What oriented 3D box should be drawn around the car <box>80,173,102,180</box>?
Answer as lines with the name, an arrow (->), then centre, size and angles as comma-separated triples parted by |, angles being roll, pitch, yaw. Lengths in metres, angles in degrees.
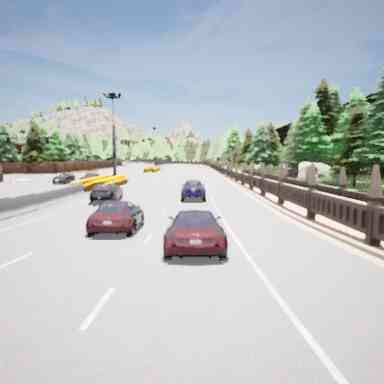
car -> -13.908, -1.905, 45.978 | 1.882, 1.535, 5.008 | 0, 6, 0

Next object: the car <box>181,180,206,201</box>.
car -> 0.112, -0.325, 29.054 | 2.097, 1.767, 4.553 | 0, 6, 0

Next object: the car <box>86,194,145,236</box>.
car -> -3.399, 1.077, 15.339 | 1.994, 1.385, 4.181 | 0, 3, 0

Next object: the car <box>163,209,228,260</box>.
car -> 0.101, 1.287, 11.432 | 1.994, 1.385, 4.181 | 0, 3, 0

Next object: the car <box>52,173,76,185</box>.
car -> -17.418, -1.865, 45.367 | 2.128, 1.511, 4.902 | 0, 6, 0

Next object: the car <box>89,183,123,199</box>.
car -> -6.894, 0.016, 27.118 | 2.128, 1.511, 4.902 | 0, 6, 0
